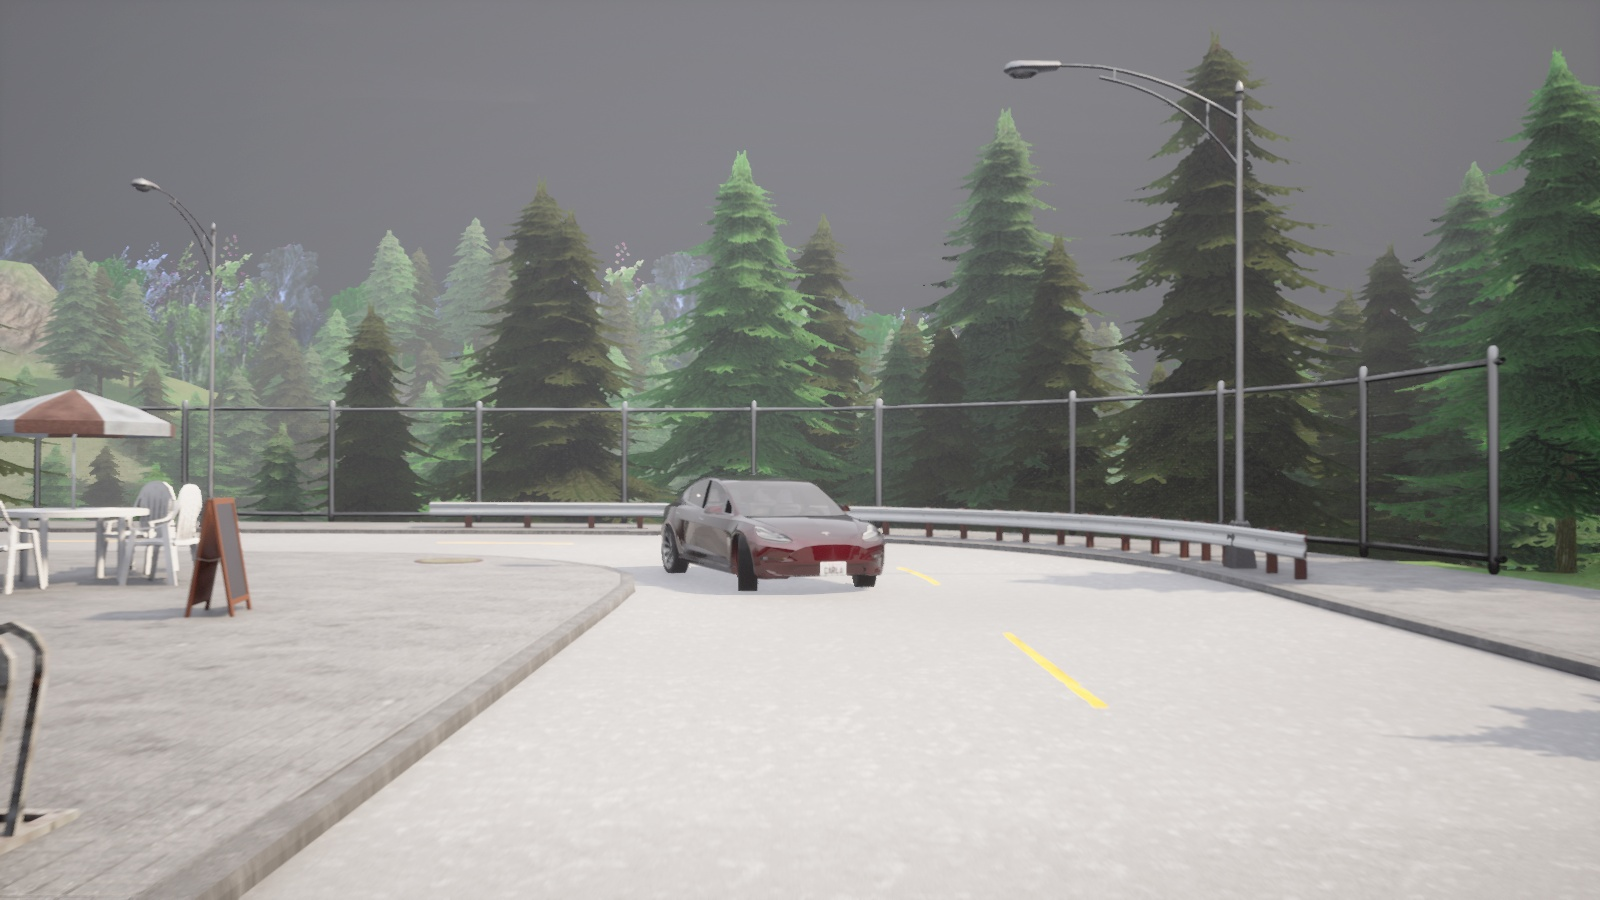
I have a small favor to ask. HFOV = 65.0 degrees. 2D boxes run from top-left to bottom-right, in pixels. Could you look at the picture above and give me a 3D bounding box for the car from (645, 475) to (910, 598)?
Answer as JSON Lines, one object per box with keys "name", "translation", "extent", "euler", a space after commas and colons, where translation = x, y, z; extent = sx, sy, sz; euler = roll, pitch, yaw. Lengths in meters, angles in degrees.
{"name": "car", "translation": [-0.514, 1.106, 17.960], "extent": [2.163, 1.488, 4.792], "euler": [0, -1, -23]}
